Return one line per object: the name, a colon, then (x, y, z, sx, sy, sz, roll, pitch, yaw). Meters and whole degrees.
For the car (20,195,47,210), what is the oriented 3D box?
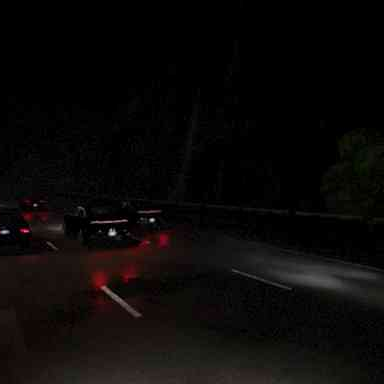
car: (-15.419, 0.973, 32.005, 1.812, 1.442, 4.674, 0, 1, -33)

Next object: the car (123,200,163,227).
car: (-3.425, 1.232, 19.701, 2.128, 1.511, 4.902, 0, 1, -32)

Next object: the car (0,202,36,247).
car: (-7.651, 1.367, 13.306, 2.033, 1.411, 5.357, 0, 1, -32)

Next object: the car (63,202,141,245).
car: (-4.310, 1.305, 14.574, 2.128, 1.511, 4.902, 0, 1, -32)
